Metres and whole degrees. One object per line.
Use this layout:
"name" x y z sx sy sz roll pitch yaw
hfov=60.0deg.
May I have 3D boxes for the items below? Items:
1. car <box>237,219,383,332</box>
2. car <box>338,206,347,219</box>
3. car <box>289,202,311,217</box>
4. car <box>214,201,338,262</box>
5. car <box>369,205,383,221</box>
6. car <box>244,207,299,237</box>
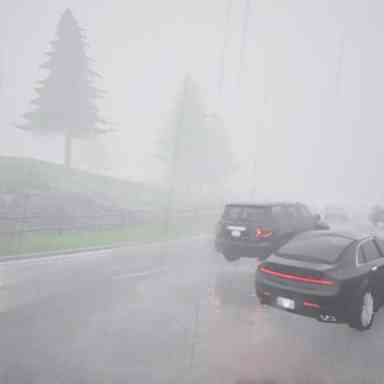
"car" 3.274 1.579 7.121 4.892 1.490 1.837 1 0 -44
"car" 13.708 1.922 31.765 1.895 1.301 4.718 0 -1 22
"car" 12.257 1.927 37.504 2.033 1.411 5.357 0 -1 22
"car" 3.073 1.343 11.873 2.150 2.045 5.566 0 -1 41
"car" 14.986 1.753 25.874 2.128 1.511 4.902 0 -1 24
"car" 5.122 1.759 20.827 2.033 1.411 5.357 0 -1 28
